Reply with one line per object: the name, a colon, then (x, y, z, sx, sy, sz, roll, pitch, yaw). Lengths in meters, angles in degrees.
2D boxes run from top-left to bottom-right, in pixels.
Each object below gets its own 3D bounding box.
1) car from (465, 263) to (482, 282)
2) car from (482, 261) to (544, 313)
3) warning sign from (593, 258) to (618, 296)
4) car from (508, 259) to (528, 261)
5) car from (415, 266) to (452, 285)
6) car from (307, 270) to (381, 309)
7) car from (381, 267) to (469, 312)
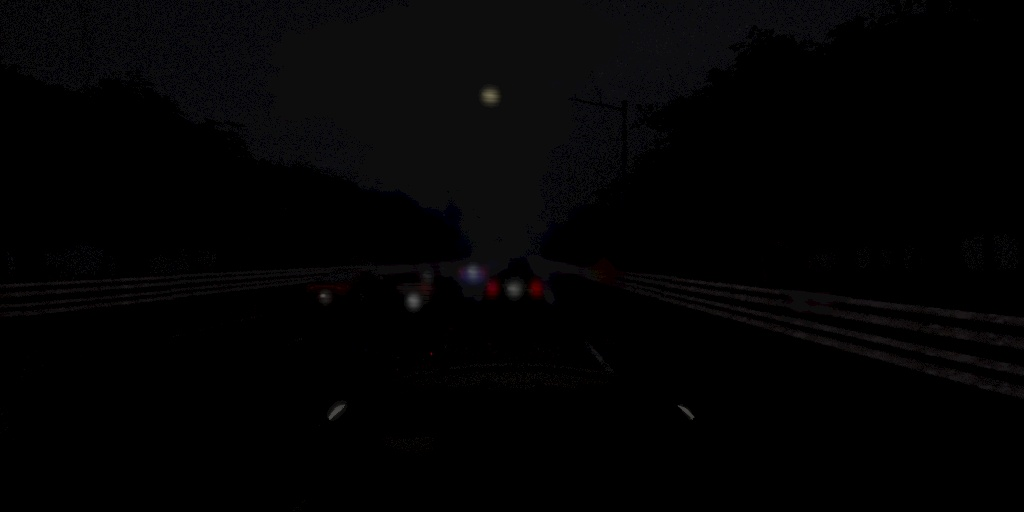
car: (-2.946, 1.371, 29.760, 2.097, 1.767, 4.553, 0, -1, 2)
car: (0.145, 1.231, 14.775, 2.097, 1.767, 4.553, 0, -1, 2)
warning sign: (4.745, 1.029, 18.215, 1.300, 1.860, 1.060, 0, 0, 1)
car: (0.515, 1.236, 28.806, 2.150, 2.045, 5.566, 0, 0, 2)
car: (-6.443, 1.586, 29.904, 1.994, 1.385, 4.181, 0, 0, 2)
car: (-6.828, 1.366, 15.720, 1.882, 1.535, 5.008, 0, 0, 2)
car: (-3.354, 1.374, 14.921, 2.128, 1.511, 4.902, 0, 0, 2)
